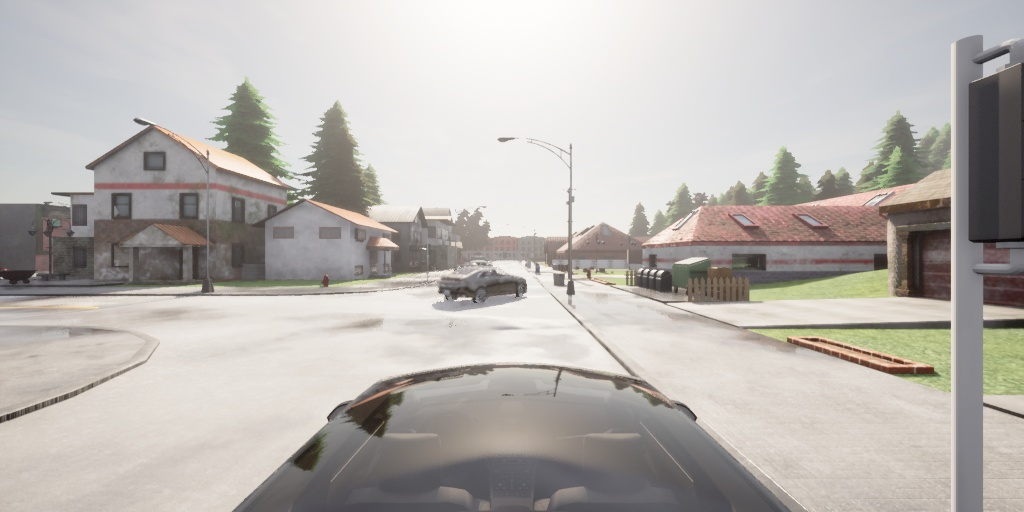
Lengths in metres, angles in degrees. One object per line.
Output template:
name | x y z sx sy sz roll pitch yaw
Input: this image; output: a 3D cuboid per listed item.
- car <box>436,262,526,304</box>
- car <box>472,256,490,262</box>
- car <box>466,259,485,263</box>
car | -1.197 1.241 16.352 2.128 1.511 4.902 1 0 36
car | -4.086 0.971 44.600 2.150 2.045 5.566 0 0 0
car | -4.089 1.314 35.454 1.994 1.385 4.181 0 0 0
